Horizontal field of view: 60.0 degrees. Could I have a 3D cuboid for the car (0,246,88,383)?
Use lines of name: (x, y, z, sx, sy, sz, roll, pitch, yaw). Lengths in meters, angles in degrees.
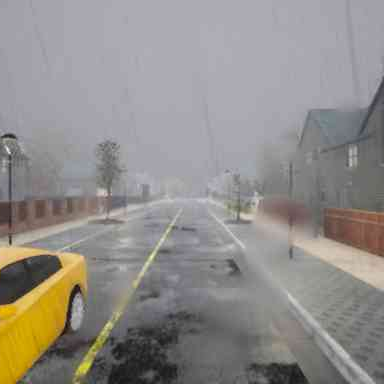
car: (-2.750, 1.468, 3.829, 1.882, 1.535, 5.008, 0, 0, 0)
